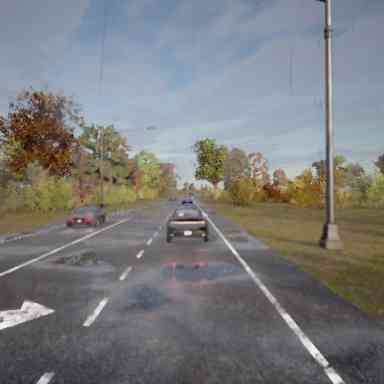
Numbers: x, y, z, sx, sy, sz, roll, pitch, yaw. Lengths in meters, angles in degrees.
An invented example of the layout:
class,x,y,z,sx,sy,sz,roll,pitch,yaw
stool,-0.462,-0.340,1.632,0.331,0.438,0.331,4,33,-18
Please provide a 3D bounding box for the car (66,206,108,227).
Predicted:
class,x,y,z,sx,sy,sz,roll,pitch,yaw
car,-7.294,1.678,23.502,1.994,1.385,4.181,-1,0,-1

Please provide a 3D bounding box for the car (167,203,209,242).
class,x,y,z,sx,sy,sz,roll,pitch,yaw
car,-0.216,1.520,16.442,2.128,1.511,4.902,-1,0,-1

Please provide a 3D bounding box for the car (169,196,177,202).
class,x,y,z,sx,sy,sz,roll,pitch,yaw
car,-4.645,1.628,81.701,1.994,1.385,4.181,-1,0,-1

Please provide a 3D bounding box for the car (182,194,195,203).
class,x,y,z,sx,sy,sz,roll,pitch,yaw
car,-0.909,1.612,65.091,1.994,1.385,4.181,-1,0,-1
